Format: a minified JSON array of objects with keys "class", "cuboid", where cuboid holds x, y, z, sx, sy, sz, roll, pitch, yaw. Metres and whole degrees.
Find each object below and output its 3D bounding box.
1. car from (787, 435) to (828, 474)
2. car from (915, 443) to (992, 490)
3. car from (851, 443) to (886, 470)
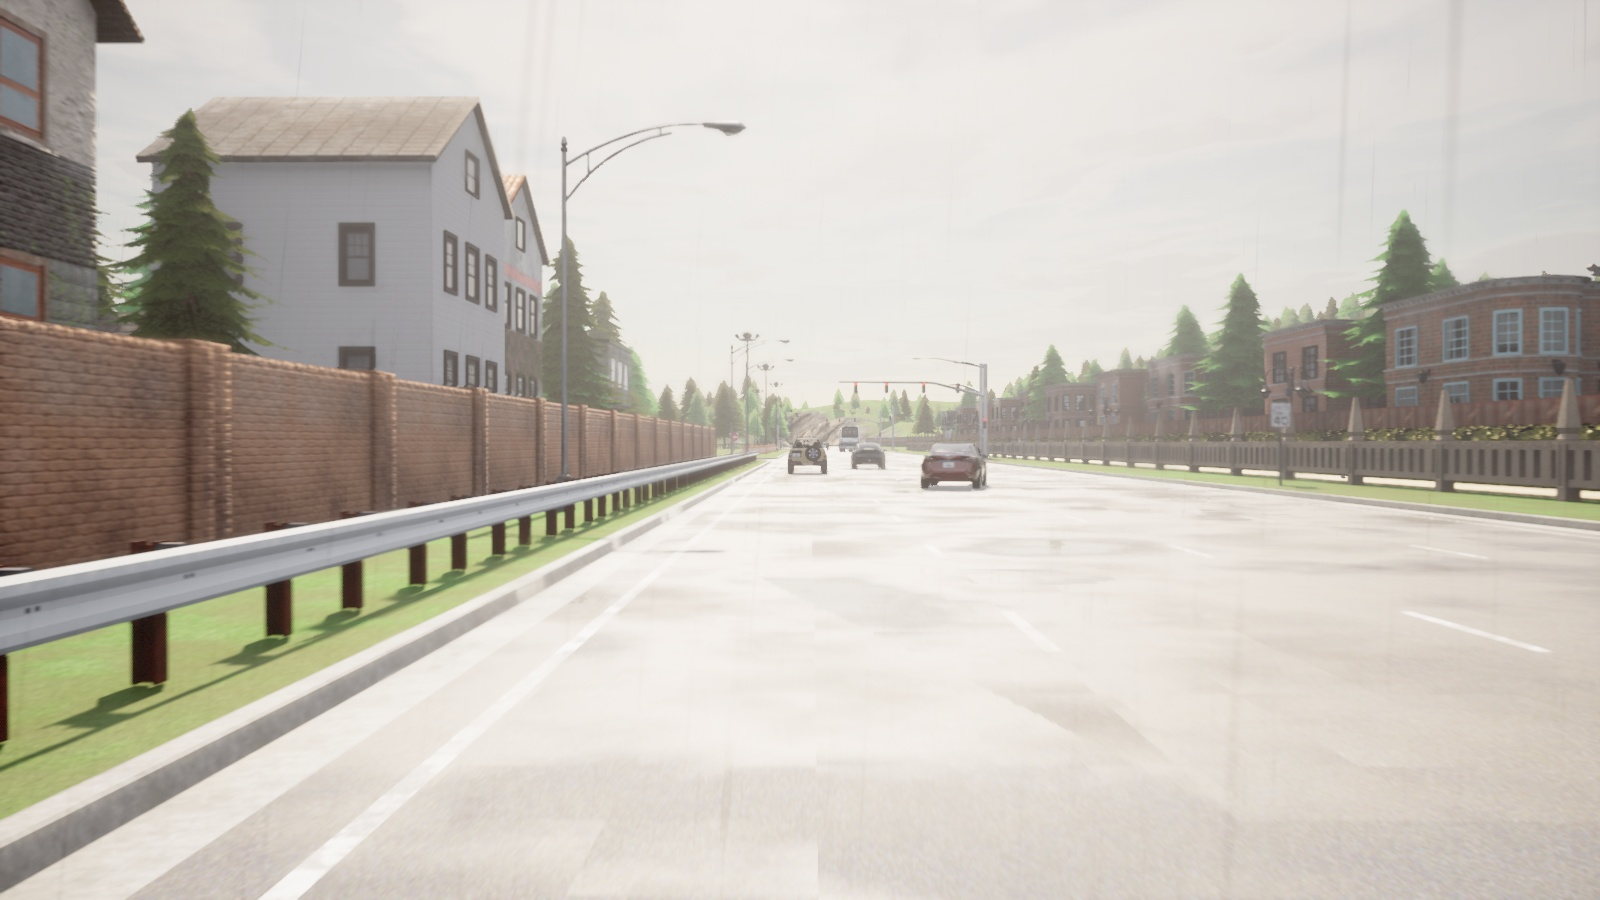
[{"class":"car","cuboid":[0.367,0.216,61.835,1.932,1.855,4.605,0,0,0]},{"class":"car","cuboid":[5.233,0.513,42.273,2.163,1.488,4.792,0,0,12]},{"class":"car","cuboid":[3.928,0.347,72.670,1.837,1.490,4.892,0,0,0]}]
